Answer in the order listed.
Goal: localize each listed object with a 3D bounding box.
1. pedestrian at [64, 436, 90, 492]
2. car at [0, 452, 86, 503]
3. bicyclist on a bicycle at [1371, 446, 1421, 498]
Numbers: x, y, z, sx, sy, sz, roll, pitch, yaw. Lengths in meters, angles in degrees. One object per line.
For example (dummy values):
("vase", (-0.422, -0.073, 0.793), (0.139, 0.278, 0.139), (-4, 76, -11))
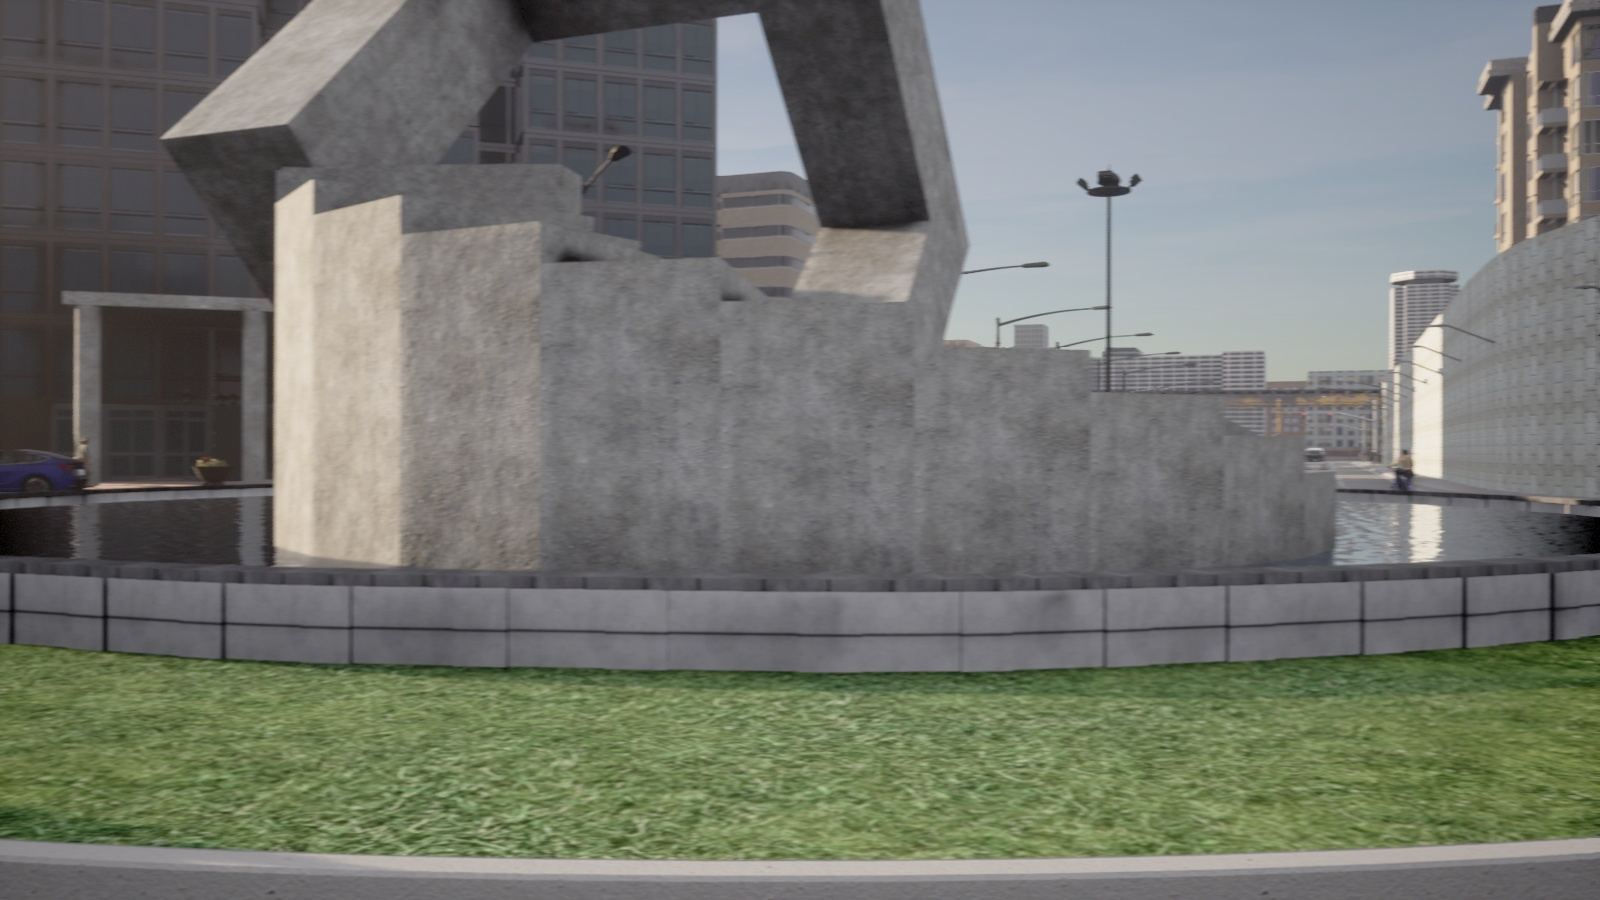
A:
("pedestrian", (-24.180, 0.471, 41.977), (0.694, 1.848, 0.540), (0, 0, -36))
("car", (-24.298, 0.809, 37.444), (4.792, 1.488, 2.163), (0, 0, -13))
("bicyclist on a bicycle", (19.147, 0.696, 40.383), (0.866, 1.612, 1.509), (1, 0, -2))
